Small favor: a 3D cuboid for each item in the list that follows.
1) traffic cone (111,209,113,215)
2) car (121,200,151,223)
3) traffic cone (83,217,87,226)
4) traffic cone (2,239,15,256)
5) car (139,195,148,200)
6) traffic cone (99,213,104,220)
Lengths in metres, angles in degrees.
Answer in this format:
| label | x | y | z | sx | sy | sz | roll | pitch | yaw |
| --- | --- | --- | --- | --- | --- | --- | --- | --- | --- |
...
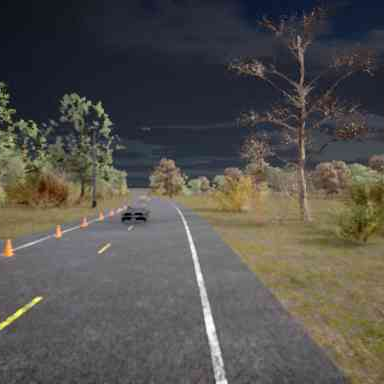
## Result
| label | x | y | z | sx | sy | sz | roll | pitch | yaw |
| --- | --- | --- | --- | --- | --- | --- | --- | --- | --- |
| traffic cone | -7.668 | 1.932 | 31.795 | 0.340 | 0.580 | 0.340 | 0 | 0 | -4 |
| car | -4.195 | 1.574 | 25.220 | 1.895 | 1.301 | 4.718 | 0 | 0 | -3 |
| traffic cone | -7.041 | 1.952 | 21.864 | 0.340 | 0.580 | 0.340 | 0 | 0 | -3 |
| traffic cone | -6.570 | 1.970 | 11.924 | 0.340 | 0.580 | 0.340 | 0 | 0 | -2 |
| car | -9.699 | 1.336 | 66.623 | 1.882 | 1.535 | 5.008 | 0 | 0 | -7 |
| traffic cone | -7.335 | 1.942 | 26.830 | 0.340 | 0.580 | 0.340 | 0 | 0 | -4 |
